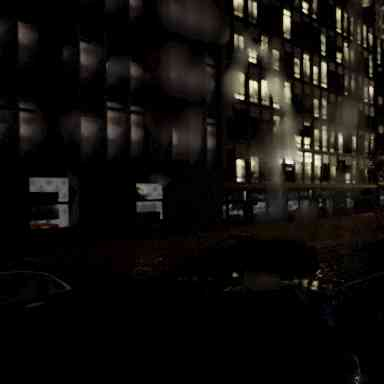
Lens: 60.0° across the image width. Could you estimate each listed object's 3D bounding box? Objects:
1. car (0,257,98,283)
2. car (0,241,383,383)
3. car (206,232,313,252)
[{"bbox_3d":[-3.096,1.616,4.250,4.403,1.369,2.008,0,-1,-38],"label":"car"},{"bbox_3d":[-0.001,1.581,3.264,5.357,1.411,2.033,0,-1,-38],"label":"car"},{"bbox_3d":[1.356,1.646,7.783,4.206,1.307,1.802,0,-1,-38],"label":"car"}]
